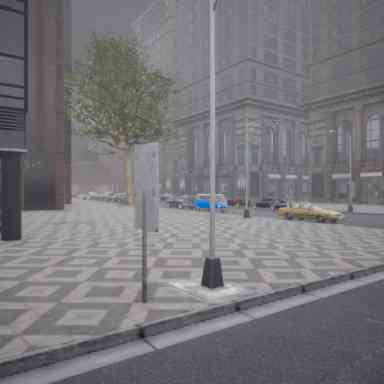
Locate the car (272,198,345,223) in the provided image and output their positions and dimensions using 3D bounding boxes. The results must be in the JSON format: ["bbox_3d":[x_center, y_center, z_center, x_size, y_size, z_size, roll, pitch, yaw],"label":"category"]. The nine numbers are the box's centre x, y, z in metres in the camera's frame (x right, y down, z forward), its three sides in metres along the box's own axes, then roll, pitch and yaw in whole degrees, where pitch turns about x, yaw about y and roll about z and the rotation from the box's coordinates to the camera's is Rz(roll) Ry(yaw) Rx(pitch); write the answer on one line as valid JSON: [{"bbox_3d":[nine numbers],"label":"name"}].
[{"bbox_3d":[8.393,1.398,23.829,1.752,1.417,4.829,1,0,-35],"label":"car"}]

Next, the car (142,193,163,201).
[{"bbox_3d":[-7.282,0.910,61.082,2.008,1.369,4.403,1,0,-35],"label":"car"}]

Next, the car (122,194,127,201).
[{"bbox_3d":[-7.720,1.051,46.845,1.752,1.417,4.829,1,0,-35],"label":"car"}]

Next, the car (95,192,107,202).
[{"bbox_3d":[-14.261,0.911,56.187,2.008,1.369,4.403,1,0,-35],"label":"car"}]

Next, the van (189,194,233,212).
[{"bbox_3d":[1.852,1.091,33.175,1.690,1.788,3.998,1,0,-35],"label":"van"}]

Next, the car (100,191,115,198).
[{"bbox_3d":[-20.169,0.588,79.485,1.887,1.381,4.507,1,0,-35],"label":"car"}]

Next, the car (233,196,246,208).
[{"bbox_3d":[5.608,1.224,42.674,1.887,1.381,4.507,1,0,-35],"label":"car"}]

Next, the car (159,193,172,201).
[{"bbox_3d":[-4.058,0.881,56.481,1.967,1.590,4.097,1,0,-35],"label":"car"}]

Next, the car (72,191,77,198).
[{"bbox_3d":[-27.147,0.484,74.592,1.967,1.590,4.097,1,0,-35],"label":"car"}]

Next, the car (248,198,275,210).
[{"bbox_3d":[8.828,1.315,38.073,1.947,1.339,4.313,1,0,-35],"label":"car"}]

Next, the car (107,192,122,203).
[{"bbox_3d":[-11.039,0.992,51.586,2.008,1.369,4.403,1,0,-35],"label":"car"}]

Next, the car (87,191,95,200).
[{"bbox_3d":[-17.483,0.830,60.788,2.008,1.369,4.403,1,0,-35],"label":"car"}]

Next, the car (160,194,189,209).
[{"bbox_3d":[-1.372,1.230,37.778,2.008,1.369,4.403,1,0,-35],"label":"car"}]

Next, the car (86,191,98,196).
[{"bbox_3d":[-26.613,0.472,88.687,1.802,1.307,4.206,1,0,-35],"label":"car"}]
